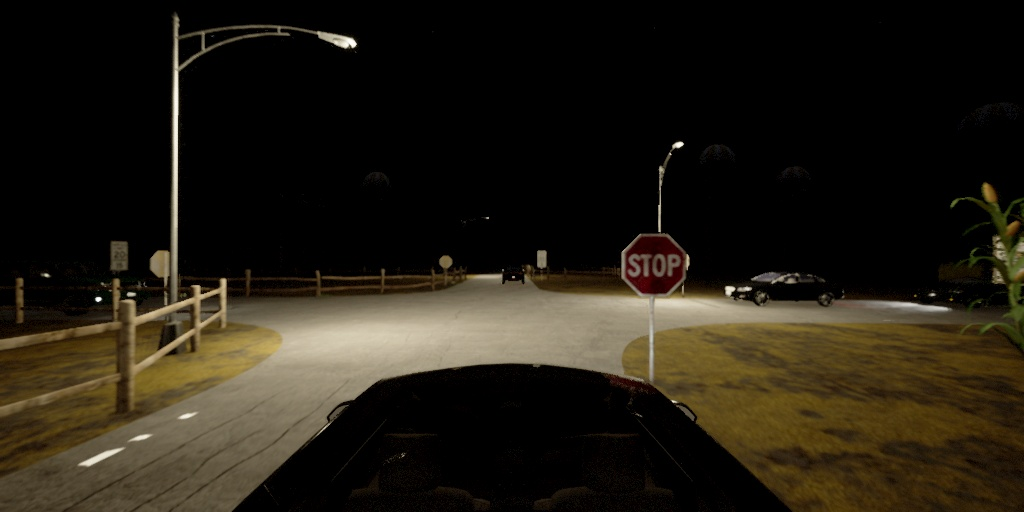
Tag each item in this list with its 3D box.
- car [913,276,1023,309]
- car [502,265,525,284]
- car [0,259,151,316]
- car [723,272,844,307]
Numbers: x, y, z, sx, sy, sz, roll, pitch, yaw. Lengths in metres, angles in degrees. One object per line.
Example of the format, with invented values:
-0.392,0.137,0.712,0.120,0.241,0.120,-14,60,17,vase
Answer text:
21.645,1.650,16.772,4.181,1.385,1.994,1,0,0,car
0.126,1.675,32.801,1.882,1.535,5.008,0,-1,0,car
-17.605,1.150,14.005,5.566,2.045,2.150,0,0,0,car
12.611,1.494,16.813,4.902,1.511,2.128,0,0,0,car
